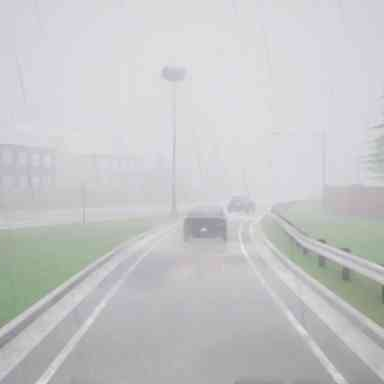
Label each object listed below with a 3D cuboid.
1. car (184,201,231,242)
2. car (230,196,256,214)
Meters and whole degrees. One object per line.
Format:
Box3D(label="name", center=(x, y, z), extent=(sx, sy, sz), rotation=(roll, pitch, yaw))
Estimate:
Box3D(label="car", center=(0.784, 1.380, 15.966), extent=(1.882, 1.535, 5.008), rotation=(0, 0, 7))
Box3D(label="car", center=(4.938, 1.155, 32.769), extent=(2.097, 1.767, 4.553), rotation=(0, 1, 20))
